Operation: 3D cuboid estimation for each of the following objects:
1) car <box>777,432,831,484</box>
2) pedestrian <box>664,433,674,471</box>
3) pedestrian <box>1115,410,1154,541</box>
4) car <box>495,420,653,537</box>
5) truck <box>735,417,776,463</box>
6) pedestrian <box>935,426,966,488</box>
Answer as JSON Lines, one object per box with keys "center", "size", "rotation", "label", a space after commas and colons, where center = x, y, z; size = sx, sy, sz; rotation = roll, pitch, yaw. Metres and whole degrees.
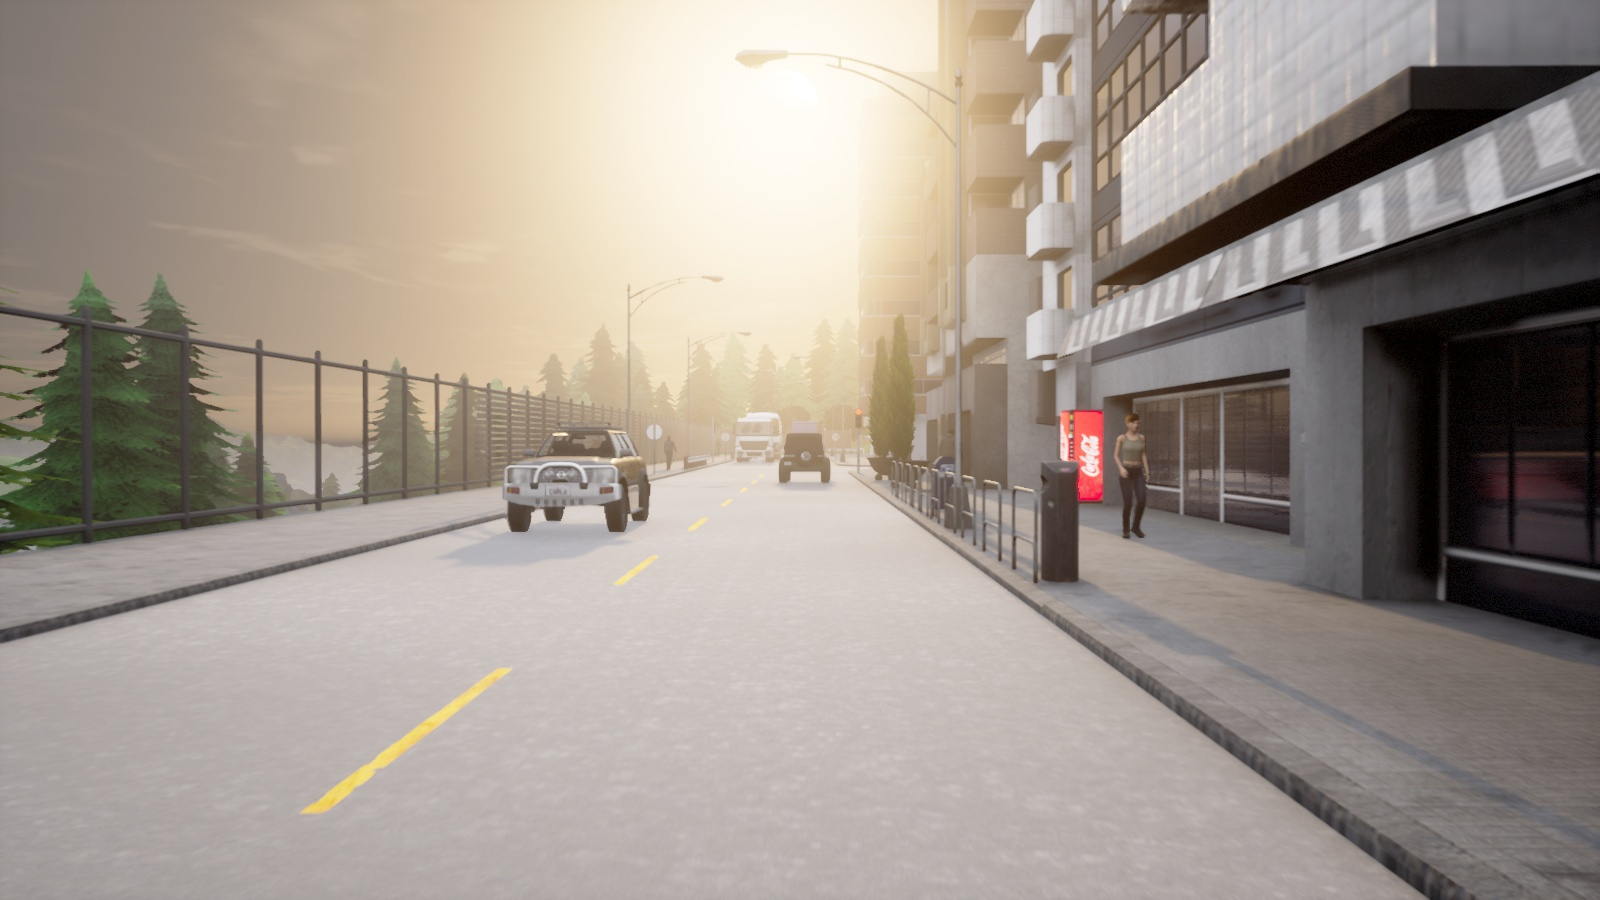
{"center": [0.197, 0.275, 47.504], "size": [1.905, 1.878, 3.866], "rotation": [0, 0, 2], "label": "car"}
{"center": [-6.673, 0.091, 63.912], "size": [0.423, 1.949, 0.788], "rotation": [0, 0, -9], "label": "pedestrian"}
{"center": [4.794, 0.359, 18.018], "size": [0.345, 1.836, 0.594], "rotation": [0, 0, -6], "label": "pedestrian"}
{"center": [-3.860, 0.435, 22.244], "size": [1.932, 1.855, 4.605], "rotation": [0, 0, 0], "label": "car"}
{"center": [-3.422, -0.790, 98.075], "size": [2.891, 3.462, 7.936], "rotation": [0, 0, 0], "label": "truck"}
{"center": [4.791, 0.232, 40.084], "size": [0.659, 1.952, 0.873], "rotation": [0, 0, 33], "label": "pedestrian"}
